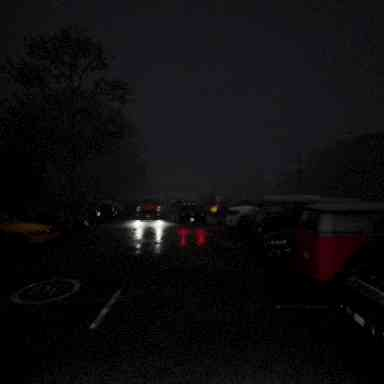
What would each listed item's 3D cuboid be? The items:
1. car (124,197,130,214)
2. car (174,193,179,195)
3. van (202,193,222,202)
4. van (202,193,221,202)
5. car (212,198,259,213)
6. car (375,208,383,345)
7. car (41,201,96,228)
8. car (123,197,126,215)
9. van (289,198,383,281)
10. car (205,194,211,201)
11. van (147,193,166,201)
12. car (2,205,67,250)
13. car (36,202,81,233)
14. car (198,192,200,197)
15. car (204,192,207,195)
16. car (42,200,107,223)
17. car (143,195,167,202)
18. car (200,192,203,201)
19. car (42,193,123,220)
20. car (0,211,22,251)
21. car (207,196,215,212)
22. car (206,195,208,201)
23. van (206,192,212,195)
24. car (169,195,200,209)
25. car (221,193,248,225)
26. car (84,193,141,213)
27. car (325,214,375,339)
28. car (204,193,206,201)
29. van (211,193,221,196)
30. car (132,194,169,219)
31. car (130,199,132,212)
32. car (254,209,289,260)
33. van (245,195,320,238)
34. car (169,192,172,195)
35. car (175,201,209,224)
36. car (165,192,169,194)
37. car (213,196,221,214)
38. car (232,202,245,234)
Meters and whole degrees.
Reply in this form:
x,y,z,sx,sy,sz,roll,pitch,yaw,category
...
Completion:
x,y,z,sx,sy,sz,roll,pitch,yaw,category
-8.374,1.450,29.921,4.674,1.452,2.002,0,0,0,car
-3.401,1.459,93.334,1.812,1.442,4.674,0,0,0,car
4.509,1.214,75.124,4.442,1.987,1.878,0,0,0,van
4.504,1.216,77.927,4.442,1.987,1.878,0,0,0,van
4.664,1.441,35.878,4.792,1.488,2.163,0,0,0,car
4.715,1.219,2.242,5.566,2.045,2.435,0,0,0,car
-8.328,1.456,18.905,4.792,1.488,2.163,0,0,0,car
-8.366,1.412,27.260,5.008,1.535,2.097,0,0,0,car
4.855,1.227,7.847,4.442,1.987,1.878,0,0,0,van
4.679,1.419,47.091,5.008,1.535,2.097,0,0,0,car
-8.580,1.219,80.143,4.442,1.987,1.878,0,0,0,van
-8.162,1.437,13.334,5.366,1.575,1.946,0,0,0,car
-8.347,1.433,16.120,5.008,1.535,2.097,0,0,0,car
4.644,1.193,80.732,5.566,2.045,2.435,0,0,0,car
4.691,1.300,55.501,4.553,1.767,2.185,0,0,0,car
-8.391,1.449,21.690,4.792,1.488,2.163,0,0,0,car
-8.644,1.440,77.369,5.366,1.575,1.946,0,0,0,car
4.678,1.178,61.108,5.566,2.045,2.435,0,0,0,car
-8.339,1.163,24.473,5.566,2.045,2.435,0,0,0,car
-8.342,1.487,10.549,4.674,1.452,2.002,0,0,0,car
4.513,1.406,33.074,5.366,1.575,1.946,0,0,0,car
4.708,1.447,44.288,4.792,1.488,2.163,0,0,0,car
4.786,1.196,49.895,4.442,1.987,1.878,0,0,0,van
-1.313,1.484,41.799,2.033,1.411,5.357,0,0,-21,car
4.694,1.174,19.061,5.566,2.045,2.435,0,0,0,car
-8.357,1.161,35.490,5.566,2.045,2.435,0,0,0,car
4.773,1.334,5.043,4.553,1.767,2.185,0,0,0,car
4.633,1.298,52.698,4.553,1.767,2.185,0,0,0,car
4.805,1.187,38.682,4.442,1.987,1.878,0,0,0,van
-3.356,1.282,27.745,2.097,1.767,4.553,0,0,0,car
-8.352,1.159,32.828,5.566,2.045,2.435,0,0,0,car
4.741,1.447,10.652,4.892,1.521,2.231,0,0,0,car
4.615,1.213,13.454,4.442,1.987,1.878,0,0,0,van
-8.497,1.196,82.920,5.566,2.045,2.435,0,0,0,car
0.028,1.535,24.164,1.895,1.301,4.718,0,0,0,car
-8.482,1.190,74.593,5.566,2.045,2.435,0,0,0,car
4.708,1.408,30.275,5.008,1.535,2.097,0,0,0,car
4.732,1.432,16.258,5.008,1.535,2.097,0,0,0,car
